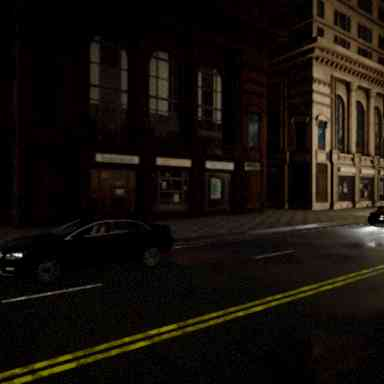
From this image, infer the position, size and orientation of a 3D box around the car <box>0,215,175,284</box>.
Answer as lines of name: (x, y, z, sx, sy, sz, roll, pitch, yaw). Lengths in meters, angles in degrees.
car: (-2.839, 1.464, 9.637, 4.902, 1.511, 2.128, -1, 0, -36)

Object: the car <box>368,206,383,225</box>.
car: (12.823, 1.377, 20.796, 4.181, 1.385, 1.994, -1, 0, -35)
